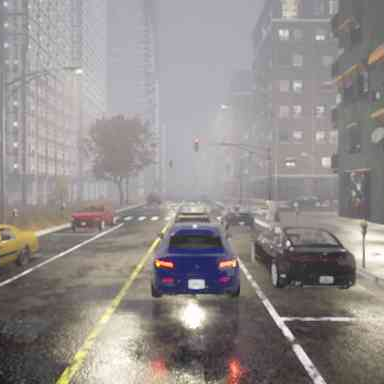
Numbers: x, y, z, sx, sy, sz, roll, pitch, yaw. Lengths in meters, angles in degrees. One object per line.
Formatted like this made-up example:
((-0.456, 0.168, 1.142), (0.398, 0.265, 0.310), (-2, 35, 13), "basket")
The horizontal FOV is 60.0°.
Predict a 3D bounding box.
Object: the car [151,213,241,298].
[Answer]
((0.070, 1.471, 8.263), (1.812, 1.442, 4.674), (0, 0, 0), "car")

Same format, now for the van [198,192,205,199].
((2.440, 0.861, 85.375), (1.690, 1.788, 3.998), (0, 0, 0), "van")

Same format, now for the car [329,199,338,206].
((18.710, 1.000, 39.358), (4.829, 1.417, 1.752), (-1, 1, -1), "car")

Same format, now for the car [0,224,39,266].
((-5.713, 1.468, 8.592), (1.752, 1.417, 4.829), (0, 0, 0), "car")

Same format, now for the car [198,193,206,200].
((2.456, 1.070, 80.023), (1.752, 1.417, 4.829), (0, 0, 0), "car")

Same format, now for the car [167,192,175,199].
((-5.941, 1.085, 85.352), (1.947, 1.339, 4.313), (0, 0, 0), "car")

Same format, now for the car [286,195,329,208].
((13.313, 1.100, 39.288), (4.403, 1.369, 2.008), (-1, 1, -1), "car")

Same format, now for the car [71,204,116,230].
((-5.746, 1.417, 19.827), (1.887, 1.381, 4.507), (0, 0, 0), "car")

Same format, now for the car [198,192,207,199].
((2.473, 1.139, 74.330), (1.947, 1.339, 4.313), (0, 0, 0), "car")

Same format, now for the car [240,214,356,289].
((2.667, 1.493, 8.786), (2.008, 1.369, 4.403), (0, 0, 0), "car")

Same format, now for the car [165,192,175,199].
((-5.957, 0.809, 90.873), (2.192, 1.841, 5.009), (0, 0, 0), "car")

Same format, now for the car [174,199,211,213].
((0.027, 1.373, 18.365), (2.128, 1.511, 4.902), (0, 0, 0), "car")

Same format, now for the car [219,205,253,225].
((2.634, 1.424, 19.852), (2.008, 1.369, 4.403), (0, 0, 0), "car")

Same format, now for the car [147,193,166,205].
((-5.843, 1.003, 52.214), (2.192, 1.841, 5.009), (0, 0, 0), "car")
